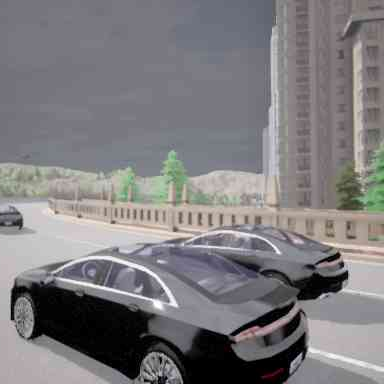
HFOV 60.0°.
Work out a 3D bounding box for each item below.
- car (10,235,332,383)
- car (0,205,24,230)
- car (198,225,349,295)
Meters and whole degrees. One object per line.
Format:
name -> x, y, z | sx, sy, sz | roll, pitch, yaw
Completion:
car -> -0.847, 1.515, 4.872 | 4.902, 1.511, 2.128 | 0, 0, 38
car -> -11.914, 1.560, 20.658 | 2.128, 1.511, 4.902 | 0, 0, -40
car -> 1.010, 1.529, 7.843 | 4.902, 1.511, 2.128 | 0, 0, 38
